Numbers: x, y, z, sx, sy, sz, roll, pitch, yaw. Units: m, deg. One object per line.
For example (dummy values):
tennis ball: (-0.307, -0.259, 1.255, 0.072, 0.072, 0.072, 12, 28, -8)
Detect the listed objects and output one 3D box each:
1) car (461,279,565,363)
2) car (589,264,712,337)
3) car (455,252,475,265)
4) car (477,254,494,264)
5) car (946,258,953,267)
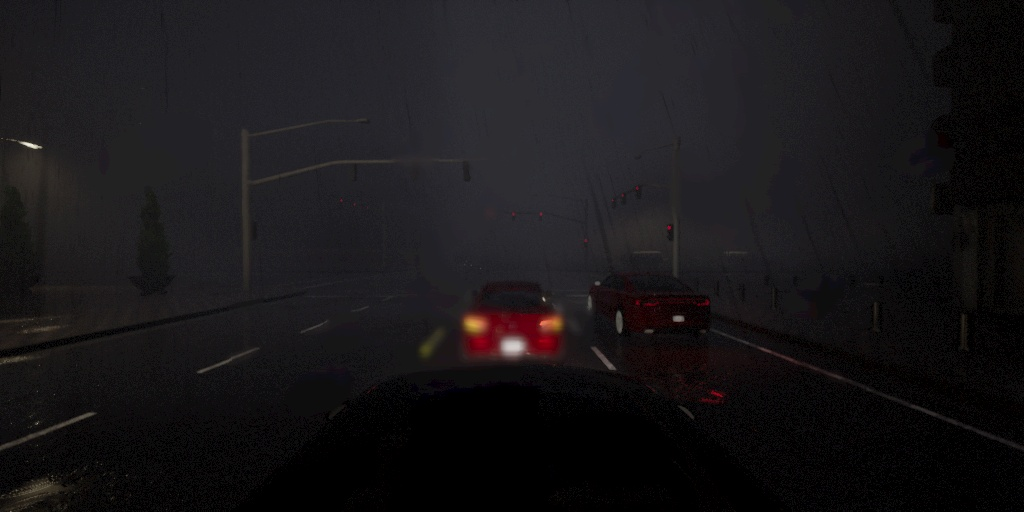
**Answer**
car: (0.010, 1.216, 7.849, 1.812, 1.442, 4.674, 0, 1, 0)
car: (3.488, 1.147, 10.028, 1.882, 1.535, 5.008, 0, 1, 0)
car: (-8.061, 0.396, 59.817, 2.150, 2.045, 5.566, 0, 1, 0)
car: (-4.583, 0.687, 62.254, 1.812, 1.442, 4.674, 0, 1, 0)
car: (41.389, 1.025, 31.067, 4.892, 1.490, 1.837, 0, 1, 0)
